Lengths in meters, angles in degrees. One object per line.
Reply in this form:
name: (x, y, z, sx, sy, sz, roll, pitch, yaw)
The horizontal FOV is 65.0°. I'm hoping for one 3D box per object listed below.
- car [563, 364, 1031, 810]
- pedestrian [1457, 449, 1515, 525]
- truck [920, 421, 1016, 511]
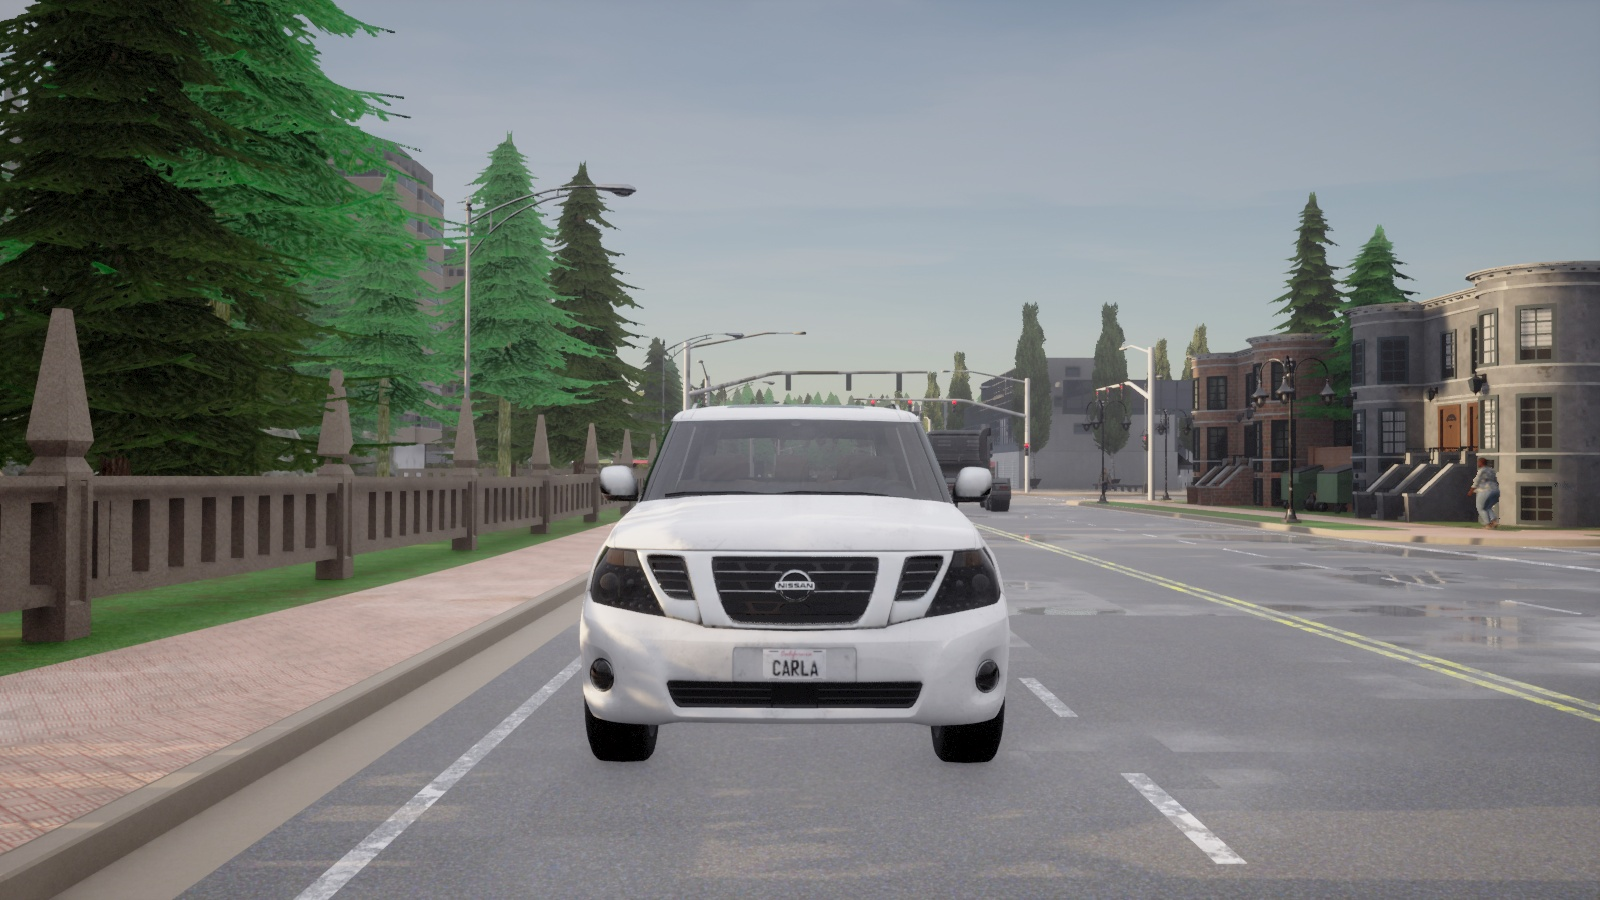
car: (-0.025, 0.677, 8.577, 2.150, 2.045, 5.566, 0, -1, 0)
pedestrian: (17.154, 0.921, 31.418, 0.874, 1.855, 0.900, 0, -1, -21)
truck: (6.852, 0.681, 52.272, 2.891, 3.462, 7.936, 0, -1, 0)
